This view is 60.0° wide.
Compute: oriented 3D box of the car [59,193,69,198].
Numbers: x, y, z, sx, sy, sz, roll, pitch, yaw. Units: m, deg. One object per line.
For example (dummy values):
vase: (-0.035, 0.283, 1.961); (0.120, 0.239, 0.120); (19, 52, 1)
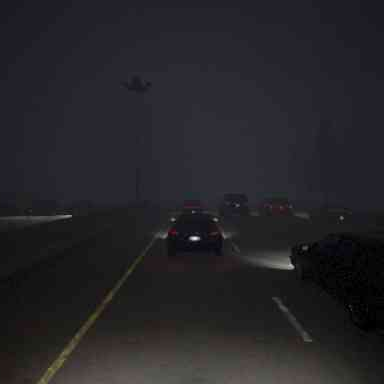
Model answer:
car: (-27.552, 1.075, 71.660); (1.837, 1.490, 4.892); (0, 0, -18)

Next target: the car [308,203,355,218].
car: (10.591, 1.530, 25.732); (1.895, 1.301, 4.718); (0, 0, 0)

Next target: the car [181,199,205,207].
car: (0.070, 1.423, 30.063); (1.837, 1.490, 4.892); (0, 1, -1)

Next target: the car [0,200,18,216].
car: (-17.637, 1.462, 30.498); (2.033, 1.411, 5.357); (0, 0, -1)

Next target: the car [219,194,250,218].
car: (3.588, 1.143, 28.905); (2.150, 2.045, 5.566); (0, 0, 0)

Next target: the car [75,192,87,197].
car: (-23.575, 0.945, 70.677); (2.150, 2.045, 5.566); (0, 0, -16)

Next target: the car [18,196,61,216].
car: (-14.182, 1.416, 31.685); (1.837, 1.490, 4.892); (0, 0, -1)

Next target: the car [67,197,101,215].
car: (-10.709, 1.473, 32.721); (1.994, 1.385, 4.181); (0, 0, -1)

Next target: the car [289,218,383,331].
car: (3.584, 1.529, 6.759); (2.033, 1.411, 5.357); (0, 0, 0)

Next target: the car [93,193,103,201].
car: (-20.264, 1.066, 71.821); (2.097, 1.767, 4.553); (0, 0, -16)

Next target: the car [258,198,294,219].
car: (7.077, 1.272, 28.536); (2.097, 1.767, 4.553); (0, 0, 0)

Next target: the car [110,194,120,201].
car: (-16.928, 1.180, 72.879); (1.882, 1.535, 5.008); (0, 0, -16)

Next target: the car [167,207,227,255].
car: (0.094, 1.528, 13.188); (1.994, 1.385, 4.181); (0, 0, 0)
